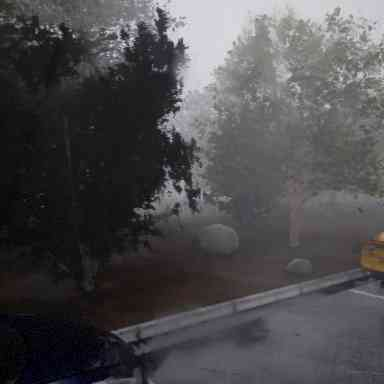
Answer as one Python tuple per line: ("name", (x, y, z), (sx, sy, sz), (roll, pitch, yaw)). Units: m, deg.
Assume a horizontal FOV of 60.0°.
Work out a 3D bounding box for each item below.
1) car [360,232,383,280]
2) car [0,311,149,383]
("car", (6.434, 1.486, 8.624), (5.008, 1.535, 2.097), (0, 1, -33))
("car", (-2.610, 1.509, 2.174), (4.792, 1.488, 2.163), (0, 1, -33))
